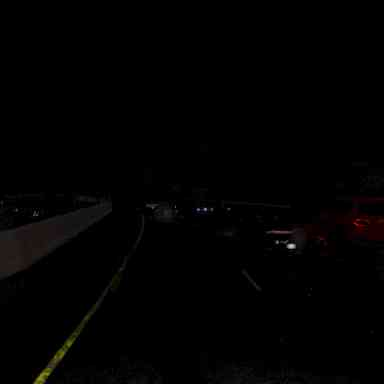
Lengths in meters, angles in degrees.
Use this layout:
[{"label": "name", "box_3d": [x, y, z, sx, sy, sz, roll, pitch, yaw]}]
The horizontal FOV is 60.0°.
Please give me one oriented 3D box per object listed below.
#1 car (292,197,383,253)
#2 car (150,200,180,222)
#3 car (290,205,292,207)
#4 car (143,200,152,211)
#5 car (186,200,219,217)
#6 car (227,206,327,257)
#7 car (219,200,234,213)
[{"label": "car", "box_3d": [6.430, 1.229, 13.958, 2.150, 2.045, 5.566, 0, 0, -5]}, {"label": "car", "box_3d": [-2.144, 1.604, 26.907, 1.994, 1.385, 4.181, 0, 0, -9]}, {"label": "car", "box_3d": [8.635, 1.524, 25.773, 1.837, 1.490, 4.892, 0, 0, -8]}, {"label": "car", "box_3d": [-5.266, 1.666, 42.746, 1.895, 1.301, 4.718, 0, 0, -14]}, {"label": "car", "box_3d": [0.711, 1.588, 31.412, 2.033, 1.411, 5.357, 0, 0, -10]}, {"label": "car", "box_3d": [2.974, 1.504, 12.987, 2.128, 1.511, 4.902, 0, 0, -4]}, {"label": "car", "box_3d": [3.295, 1.568, 36.402, 1.812, 1.442, 4.674, 0, 0, -11]}]
